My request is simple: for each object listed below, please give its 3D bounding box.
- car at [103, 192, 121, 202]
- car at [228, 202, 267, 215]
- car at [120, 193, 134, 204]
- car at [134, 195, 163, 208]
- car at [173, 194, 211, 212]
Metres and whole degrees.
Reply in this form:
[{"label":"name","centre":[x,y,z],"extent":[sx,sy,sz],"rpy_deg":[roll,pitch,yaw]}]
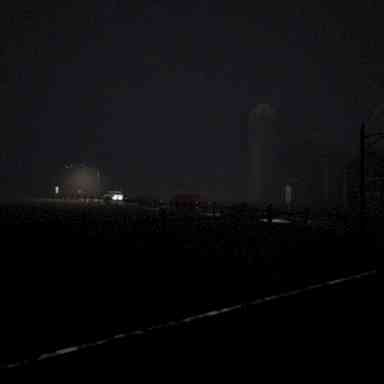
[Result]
[{"label":"car","centre":[-15.371,0.939,64.846],"extent":[2.150,2.045,5.566],"rpy_deg":[0,0,-36]},{"label":"car","centre":[5.357,1.649,31.279],"extent":[1.994,1.385,4.181],"rpy_deg":[0,0,-36]},{"label":"car","centre":[-10.035,1.300,57.494],"extent":[2.128,1.511,4.902],"rpy_deg":[0,0,-36]},{"label":"car","centre":[-5.902,1.254,46.911],"extent":[2.097,1.767,4.553],"rpy_deg":[0,0,-35]},{"label":"car","centre":[-0.120,1.218,38.863],"extent":[2.150,2.045,5.566],"rpy_deg":[0,0,-36]}]
